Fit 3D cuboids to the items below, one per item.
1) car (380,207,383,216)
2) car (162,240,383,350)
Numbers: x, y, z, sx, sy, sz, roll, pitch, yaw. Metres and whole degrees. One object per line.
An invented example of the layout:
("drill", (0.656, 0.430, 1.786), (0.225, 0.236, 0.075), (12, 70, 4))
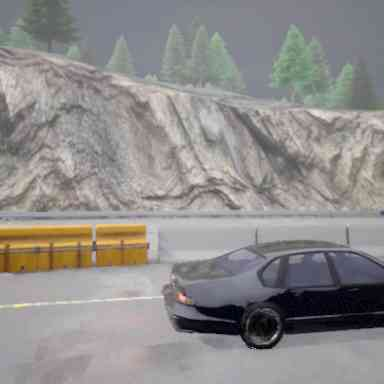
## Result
("car", (19.586, 1.489, 29.095), (5.566, 2.045, 2.150), (0, 0, -3))
("car", (2.179, 1.596, 5.892), (5.357, 1.411, 2.033), (0, 0, -10))
